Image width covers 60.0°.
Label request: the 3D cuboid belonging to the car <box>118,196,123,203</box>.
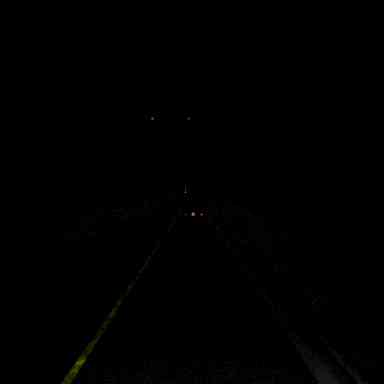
[{"bbox_3d":[-21.015,2.089,86.164,5.009,1.841,2.192,-1,1,0],"label":"car"}]

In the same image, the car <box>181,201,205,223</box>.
[{"bbox_3d":[0.085,1.786,27.940,2.033,1.411,5.357,0,0,0],"label":"car"}]

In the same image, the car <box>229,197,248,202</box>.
[{"bbox_3d":[11.637,1.989,86.123,4.313,1.339,1.947,-1,1,0],"label":"car"}]

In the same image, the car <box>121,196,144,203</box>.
[{"bbox_3d":[-15.332,2.298,86.161,4.206,1.307,1.802,-1,1,0],"label":"car"}]

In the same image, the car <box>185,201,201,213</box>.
[{"bbox_3d":[0.077,1.916,43.984,1.994,1.385,4.181,0,0,0],"label":"car"}]
